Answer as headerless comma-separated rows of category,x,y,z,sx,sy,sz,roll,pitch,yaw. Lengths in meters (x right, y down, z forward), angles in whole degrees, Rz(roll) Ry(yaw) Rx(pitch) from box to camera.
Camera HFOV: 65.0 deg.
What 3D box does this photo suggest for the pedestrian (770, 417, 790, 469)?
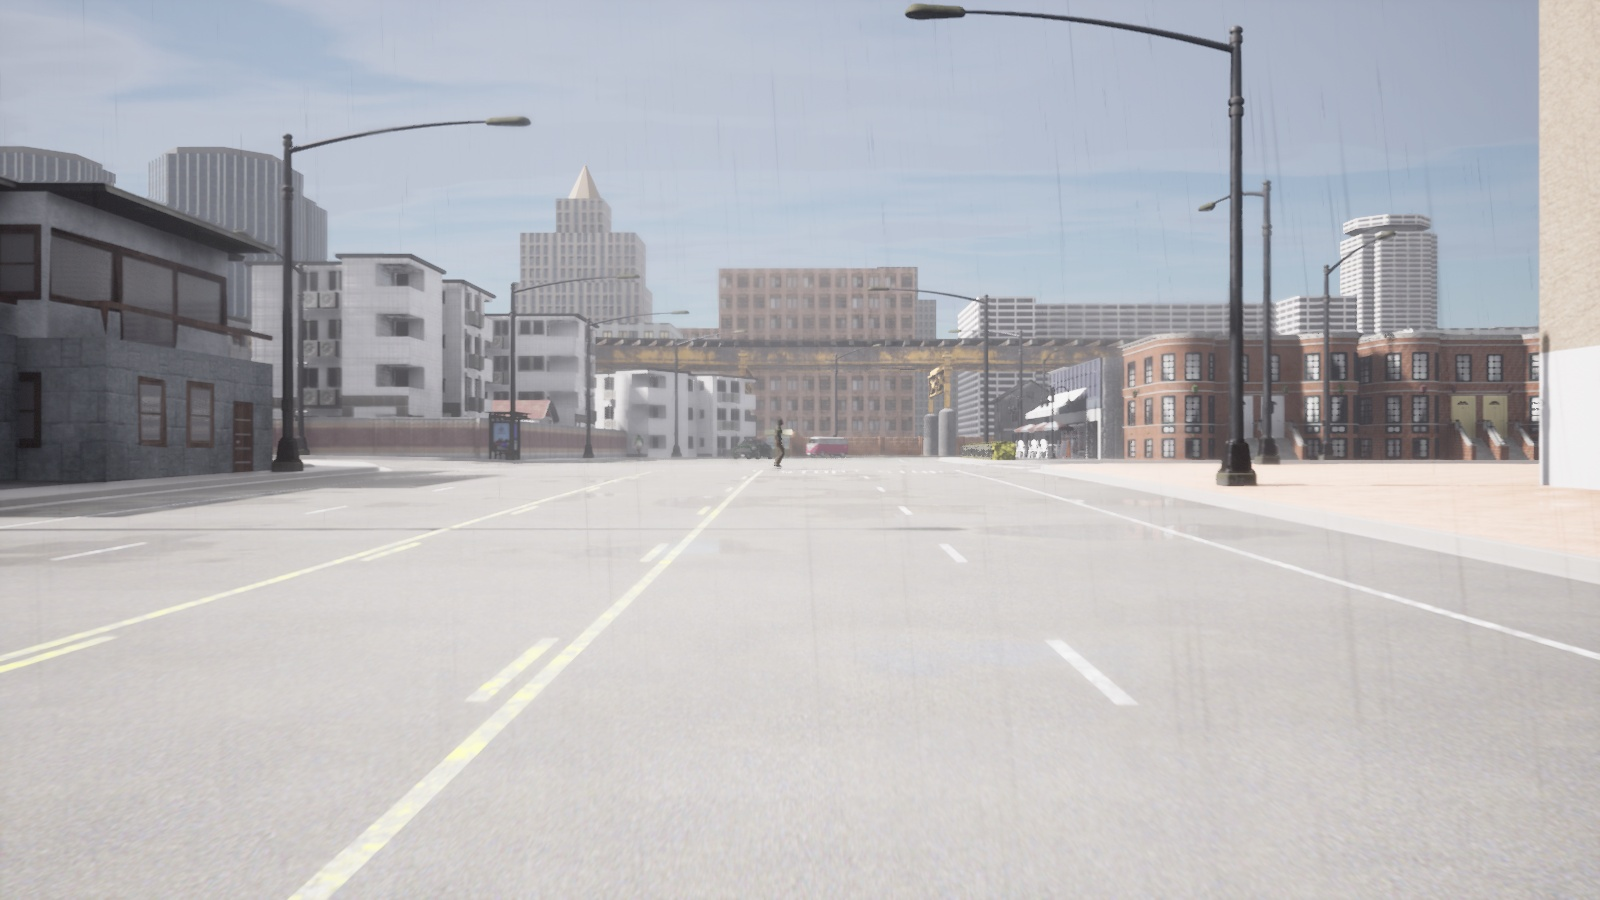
pedestrian,-0.744,-0.262,46.682,0.692,1.930,0.395,0,0,-3
